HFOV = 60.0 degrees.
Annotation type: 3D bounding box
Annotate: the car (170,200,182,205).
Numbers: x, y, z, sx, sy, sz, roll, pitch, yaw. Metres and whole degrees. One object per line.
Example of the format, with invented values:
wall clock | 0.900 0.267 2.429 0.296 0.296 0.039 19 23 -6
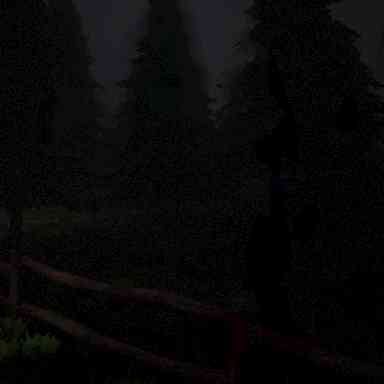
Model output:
car | -2.751 1.591 37.141 4.181 1.385 1.994 0 0 -13
